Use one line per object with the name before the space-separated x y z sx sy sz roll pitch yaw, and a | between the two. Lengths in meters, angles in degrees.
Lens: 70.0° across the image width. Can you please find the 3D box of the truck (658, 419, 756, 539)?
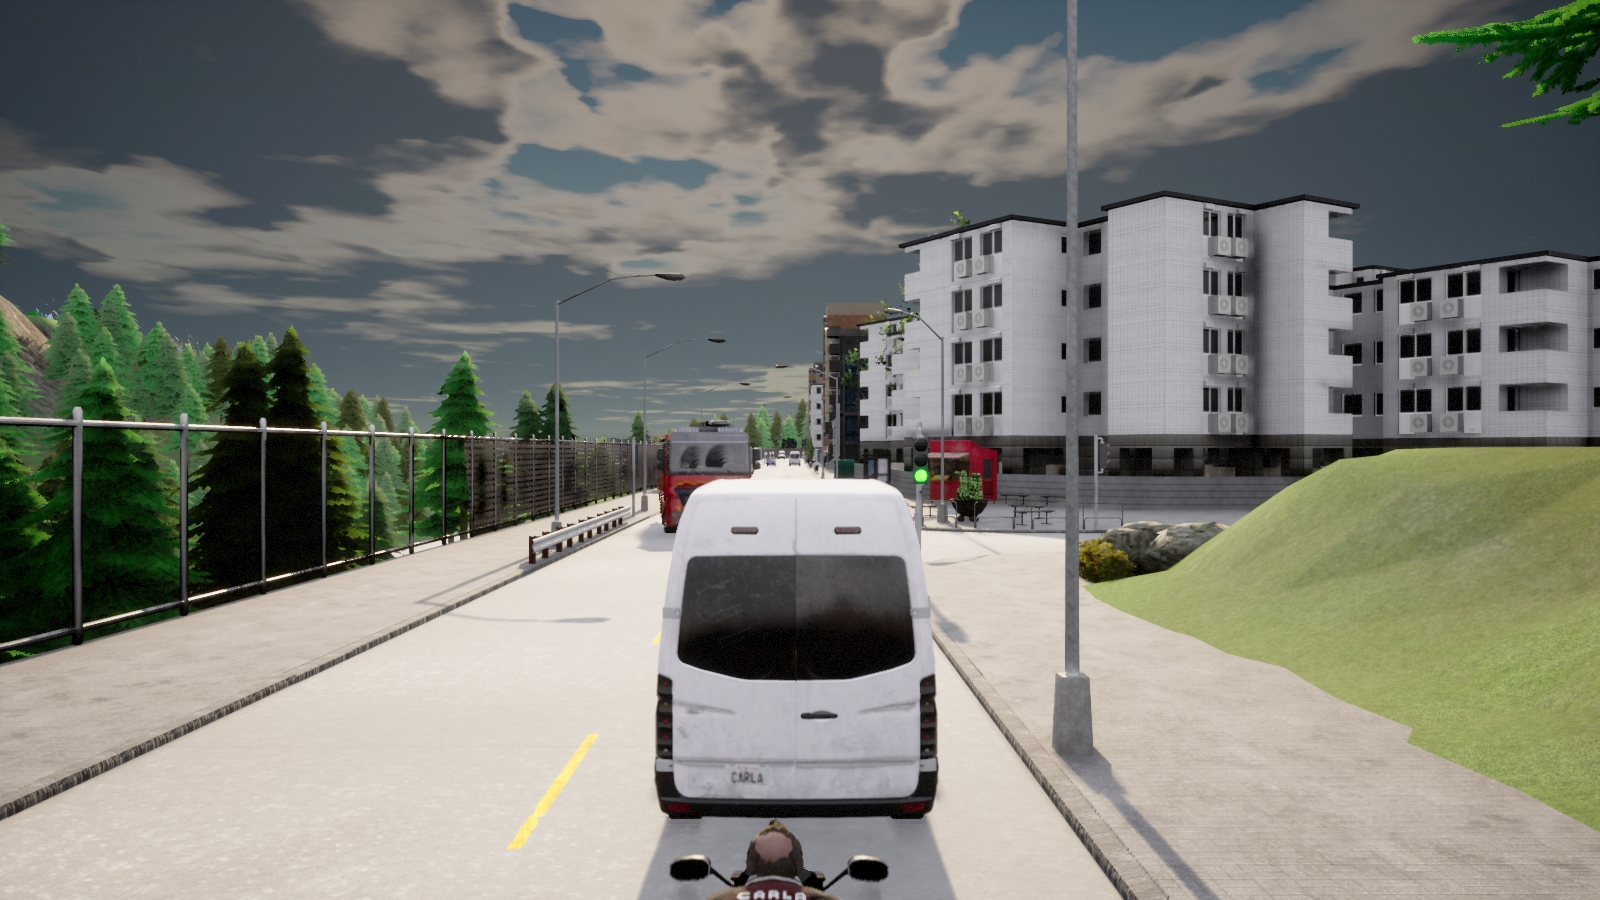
truck | -3.478 0.888 40.788 2.891 3.827 8.468 0 0 -9

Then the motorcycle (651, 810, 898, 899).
motorcycle | -0.089 2.205 3.912 0.867 1.251 2.209 0 0 1

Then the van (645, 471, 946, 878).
van | -0.037 1.535 10.500 1.988 2.561 5.915 0 0 0
